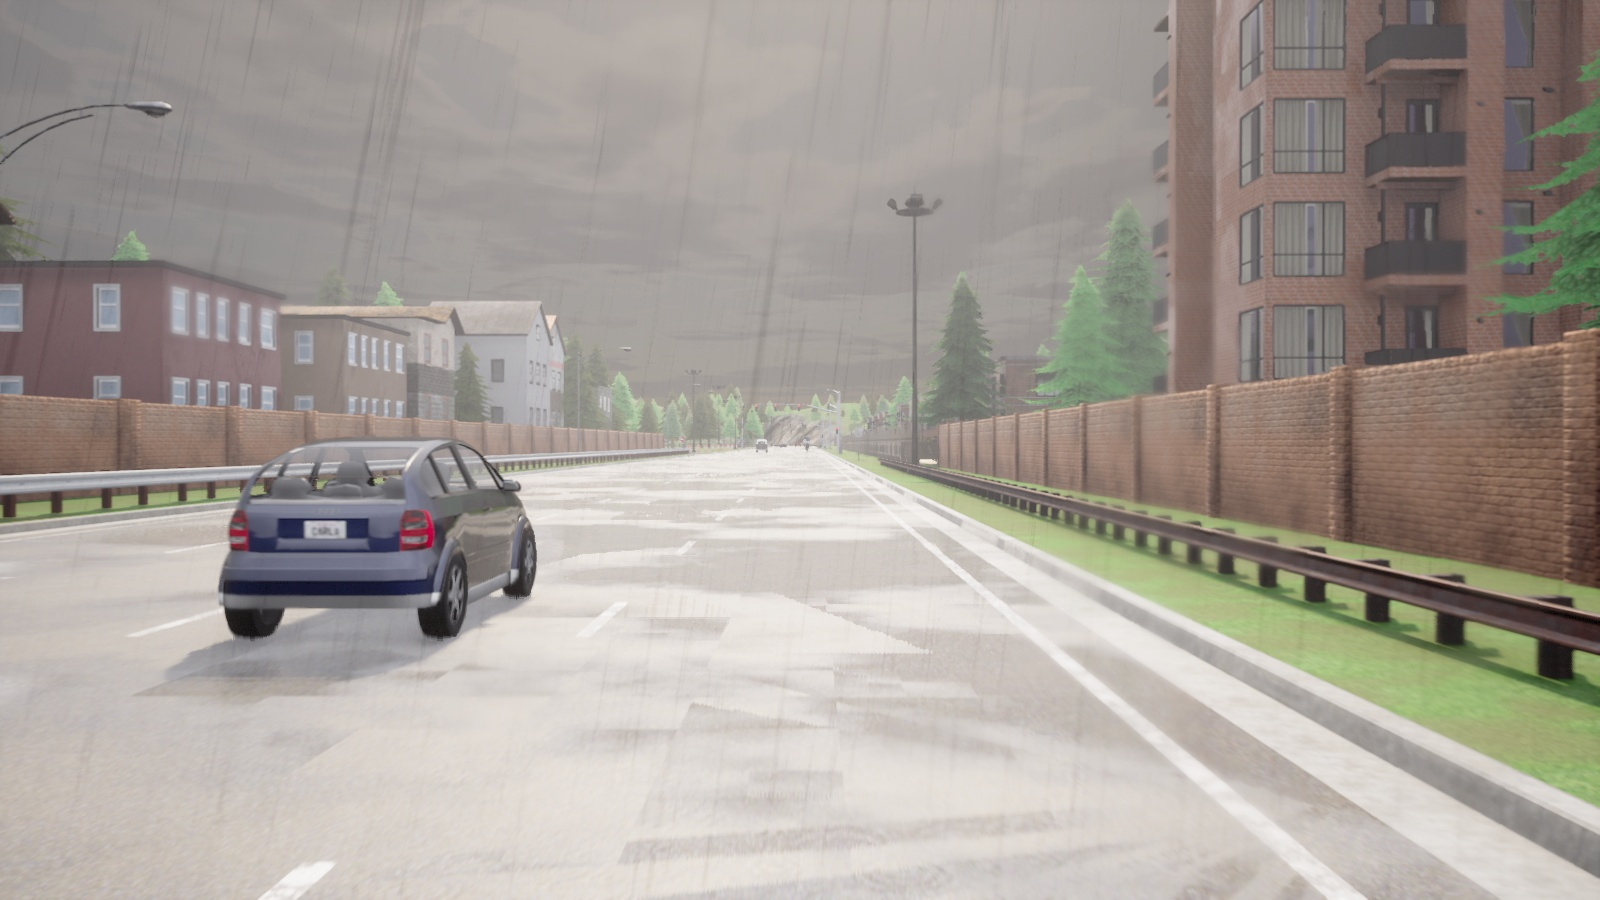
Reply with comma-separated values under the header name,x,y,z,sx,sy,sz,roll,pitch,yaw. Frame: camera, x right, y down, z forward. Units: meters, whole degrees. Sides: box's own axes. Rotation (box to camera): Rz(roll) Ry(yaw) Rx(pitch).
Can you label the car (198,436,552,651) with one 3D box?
name,x,y,z,sx,sy,sz,roll,pitch,yaw
car,-3.423,0.661,10.884,1.789,1.549,3.705,0,0,0
